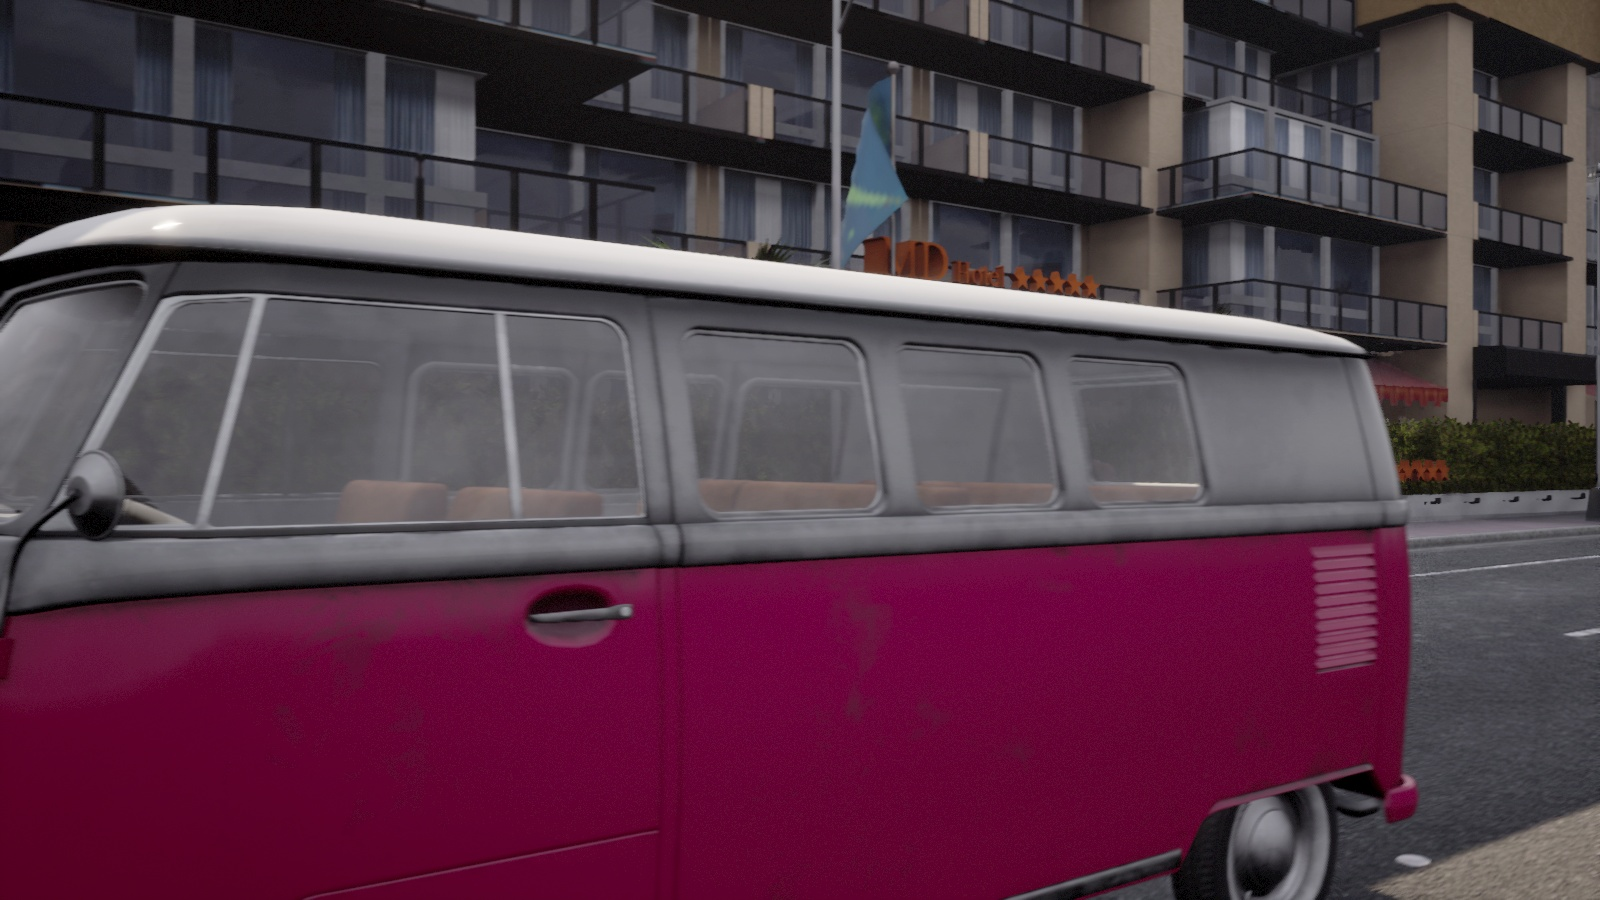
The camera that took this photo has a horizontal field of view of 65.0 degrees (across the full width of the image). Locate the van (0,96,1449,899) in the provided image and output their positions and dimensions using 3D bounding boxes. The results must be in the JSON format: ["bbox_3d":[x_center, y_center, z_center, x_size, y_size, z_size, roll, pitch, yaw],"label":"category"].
[{"bbox_3d":[-0.209,0.510,3.495,4.442,1.987,1.775,0,0,-36],"label":"van"}]
